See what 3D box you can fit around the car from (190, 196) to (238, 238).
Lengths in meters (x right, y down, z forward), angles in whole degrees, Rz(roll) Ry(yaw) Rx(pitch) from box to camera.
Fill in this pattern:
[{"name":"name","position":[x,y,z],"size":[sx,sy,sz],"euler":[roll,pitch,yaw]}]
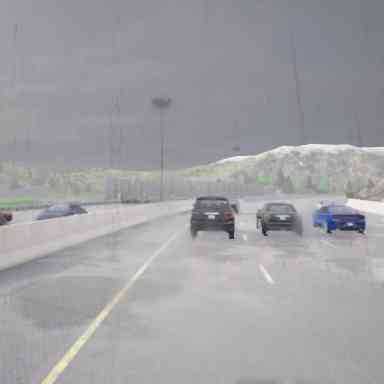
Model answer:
[{"name":"car","position":[1.176,1.228,17.831],"size":[2.150,2.045,5.566],"euler":[0,0,6]}]

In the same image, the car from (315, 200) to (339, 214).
[{"name":"car","position":[15.332,1.643,37.912],"size":[1.895,1.301,4.718],"euler":[0,0,14]}]

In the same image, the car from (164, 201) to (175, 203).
[{"name":"car","position":[-3.923,1.602,59.808],"size":[1.895,1.301,4.718],"euler":[0,0,19]}]

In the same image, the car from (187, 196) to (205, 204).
[{"name":"car","position":[0.877,1.515,62.895],"size":[1.837,1.490,4.892],"euler":[0,0,20]}]

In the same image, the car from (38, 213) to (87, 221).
[{"name":"car","position":[-8.940,1.509,23.120],"size":[1.812,1.442,4.674],"euler":[0,0,8]}]

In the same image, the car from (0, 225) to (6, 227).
[{"name":"car","position":[-12.900,1.574,19.669],"size":[1.895,1.301,4.718],"euler":[0,0,7]}]

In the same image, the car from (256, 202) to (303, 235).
[{"name":"car","position":[4.861,1.367,19.060],"size":[2.097,1.767,4.553],"euler":[0,0,6]}]

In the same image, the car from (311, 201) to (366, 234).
[{"name":"car","position":[8.429,1.501,19.542],"size":[1.882,1.535,5.008],"euler":[0,0,7]}]

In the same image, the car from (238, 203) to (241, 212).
[{"name":"car","position":[4.123,1.542,35.891],"size":[1.812,1.442,4.674],"euler":[0,0,12]}]
